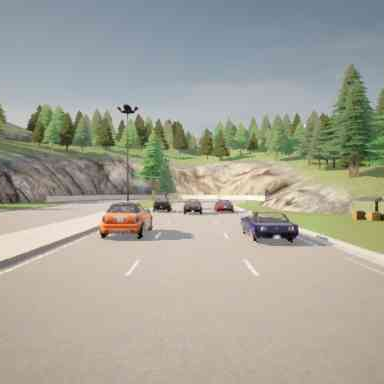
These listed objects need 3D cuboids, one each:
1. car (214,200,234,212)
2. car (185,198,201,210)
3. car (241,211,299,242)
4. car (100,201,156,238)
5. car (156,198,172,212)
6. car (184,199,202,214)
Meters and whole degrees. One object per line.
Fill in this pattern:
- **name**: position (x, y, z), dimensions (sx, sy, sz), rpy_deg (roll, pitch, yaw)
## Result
- **car**: position (3.603, 1.563, 38.076), dimensions (1.994, 1.385, 4.181), rpy_deg (0, 0, 0)
- **car**: position (0.161, 1.564, 43.835), dimensions (1.994, 1.385, 4.181), rpy_deg (0, 0, 2)
- **car**: position (3.600, 1.601, 16.323), dimensions (1.895, 1.301, 4.718), rpy_deg (0, 0, 0)
- **car**: position (-3.399, 1.352, 17.917), dimensions (2.097, 1.767, 4.553), rpy_deg (0, 0, 0)
- **car**: position (-3.391, 1.478, 39.147), dimensions (1.882, 1.535, 5.008), rpy_deg (0, 0, 0)
- **car**: position (0.098, 1.601, 35.043), dimensions (1.895, 1.301, 4.718), rpy_deg (0, 0, 0)
